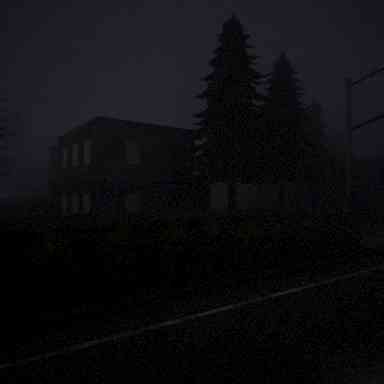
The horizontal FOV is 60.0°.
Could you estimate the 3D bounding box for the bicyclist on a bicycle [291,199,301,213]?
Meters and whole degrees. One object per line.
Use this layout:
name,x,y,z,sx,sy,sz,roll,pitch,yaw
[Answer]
bicyclist on a bicycle,11.163,1.583,35.945,1.656,1.620,0.582,0,0,-29

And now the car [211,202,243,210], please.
car,3.647,1.780,34.804,1.812,1.442,4.674,0,0,-26
